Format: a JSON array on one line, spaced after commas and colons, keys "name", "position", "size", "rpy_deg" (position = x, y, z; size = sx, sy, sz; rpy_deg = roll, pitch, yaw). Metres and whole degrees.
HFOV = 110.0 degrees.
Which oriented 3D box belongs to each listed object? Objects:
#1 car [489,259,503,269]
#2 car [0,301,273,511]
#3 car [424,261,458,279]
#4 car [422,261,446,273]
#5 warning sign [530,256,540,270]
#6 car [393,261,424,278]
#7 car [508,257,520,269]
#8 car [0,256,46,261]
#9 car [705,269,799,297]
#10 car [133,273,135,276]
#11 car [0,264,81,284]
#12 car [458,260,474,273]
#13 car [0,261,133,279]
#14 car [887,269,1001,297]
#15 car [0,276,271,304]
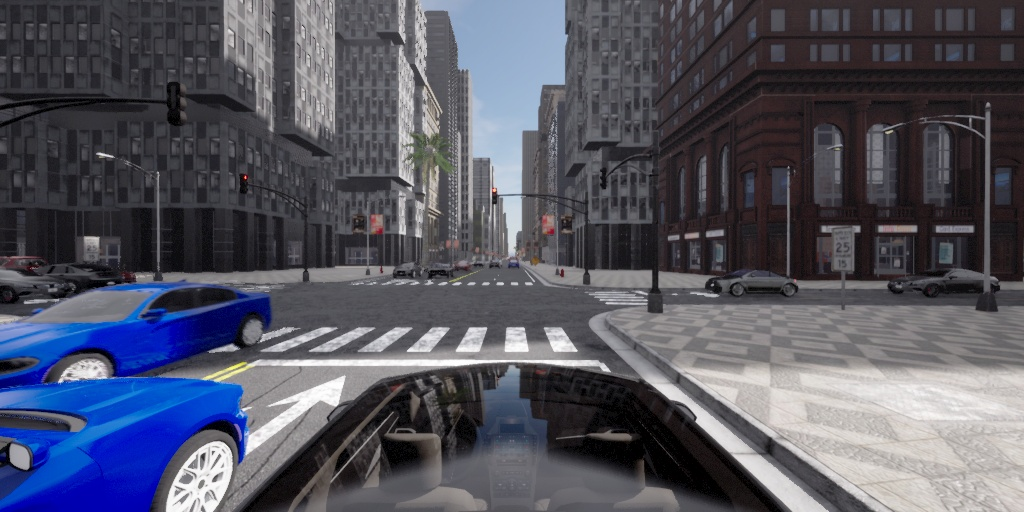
[{"name": "car", "position": [-2.963, 1.429, 62.470], "size": [1.837, 1.490, 4.892], "rpy_deg": [0, 0, 0]}, {"name": "car", "position": [-3.156, 1.228, 0.979], "size": [1.882, 1.535, 5.008], "rpy_deg": [0, 0, 0]}, {"name": "car", "position": [-6.453, 1.366, 33.026], "size": [1.895, 1.301, 4.718], "rpy_deg": [0, 0, -2]}, {"name": "car", "position": [-9.645, 1.369, 44.734], "size": [1.994, 1.385, 4.181], "rpy_deg": [0, 0, 0]}, {"name": "warning sign", "position": [3.065, 0.934, 47.307], "size": [1.300, 1.860, 1.060], "rpy_deg": [0, 0, 0]}, {"name": "car", "position": [-9.732, 1.271, 33.647], "size": [1.837, 1.490, 4.892], "rpy_deg": [0, 0, -2]}, {"name": "car", "position": [0.332, 1.399, 62.147], "size": [1.882, 1.535, 5.008], "rpy_deg": [0, 0, 1]}, {"name": "car", "position": [-30.615, 0.942, 21.294], "size": [5.009, 1.841, 2.192], "rpy_deg": [0, 0, -1]}, {"name": "car", "position": [12.700, 1.378, 19.147], "size": [4.181, 1.385, 1.994], "rpy_deg": [0, 0, 0]}, {"name": "car", "position": [-24.976, 1.229, 21.354], "size": [4.207, 1.307, 1.802], "rpy_deg": [0, 0, -1]}, {"name": "car", "position": [-22.285, 1.214, 15.613], "size": [4.674, 1.442, 1.812], "rpy_deg": [0, 0, 1]}, {"name": "car", "position": [-6.389, 1.290, 45.992], "size": [1.882, 1.535, 5.008], "rpy_deg": [0, 0, 0]}, {"name": "car", "position": [-23.353, 1.172, 18.716], "size": [4.892, 1.490, 1.837], "rpy_deg": [0, 1, 0]}, {"name": "car", "position": [22.930, 1.386, 19.088], "size": [4.674, 1.442, 1.812], "rpy_deg": [0, 0, 0]}, {"name": "car", "position": [-6.580, 1.226, 6.362], "size": [1.882, 1.535, 5.008], "rpy_deg": [0, 0, 0]}]
